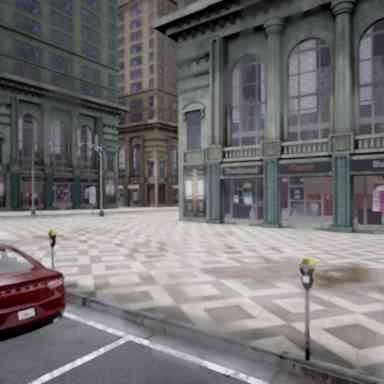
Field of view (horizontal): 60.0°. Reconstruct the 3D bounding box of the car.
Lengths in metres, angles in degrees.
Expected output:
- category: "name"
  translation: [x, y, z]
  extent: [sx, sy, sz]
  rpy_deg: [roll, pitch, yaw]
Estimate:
- category: "car"
  translation: [-4.102, 1.548, 5.877]
  extent: [4.507, 1.381, 1.887]
  rpy_deg: [0, 0, 35]
